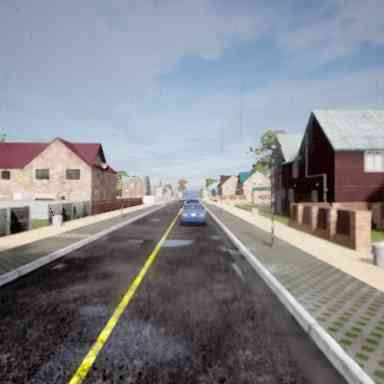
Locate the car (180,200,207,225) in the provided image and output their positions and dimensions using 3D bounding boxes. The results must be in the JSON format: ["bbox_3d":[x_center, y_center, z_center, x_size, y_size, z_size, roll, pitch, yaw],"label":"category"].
[{"bbox_3d":[0.104,1.565,24.497,2.033,1.411,5.357,0,0,0],"label":"car"}]
